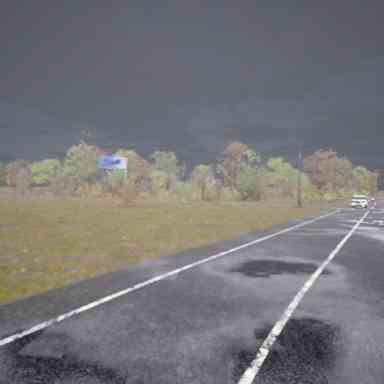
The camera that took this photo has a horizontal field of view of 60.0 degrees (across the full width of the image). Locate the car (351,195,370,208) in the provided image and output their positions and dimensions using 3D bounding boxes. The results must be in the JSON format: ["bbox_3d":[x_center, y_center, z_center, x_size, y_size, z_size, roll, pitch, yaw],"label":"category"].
[{"bbox_3d":[27.508,1.597,54.698,2.150,2.045,5.566,1,0,30],"label":"car"}]
